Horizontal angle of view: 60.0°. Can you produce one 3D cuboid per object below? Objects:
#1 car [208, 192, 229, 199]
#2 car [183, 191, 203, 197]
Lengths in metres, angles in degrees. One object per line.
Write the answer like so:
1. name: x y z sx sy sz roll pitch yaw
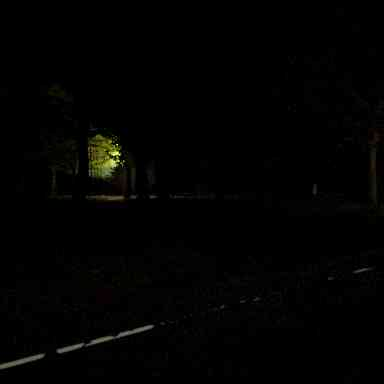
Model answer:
1. car: 5.270 0.588 66.297 1.882 1.535 5.008 2 -1 -35
2. car: 0.210 0.446 73.264 2.033 1.411 5.357 2 -1 -36
